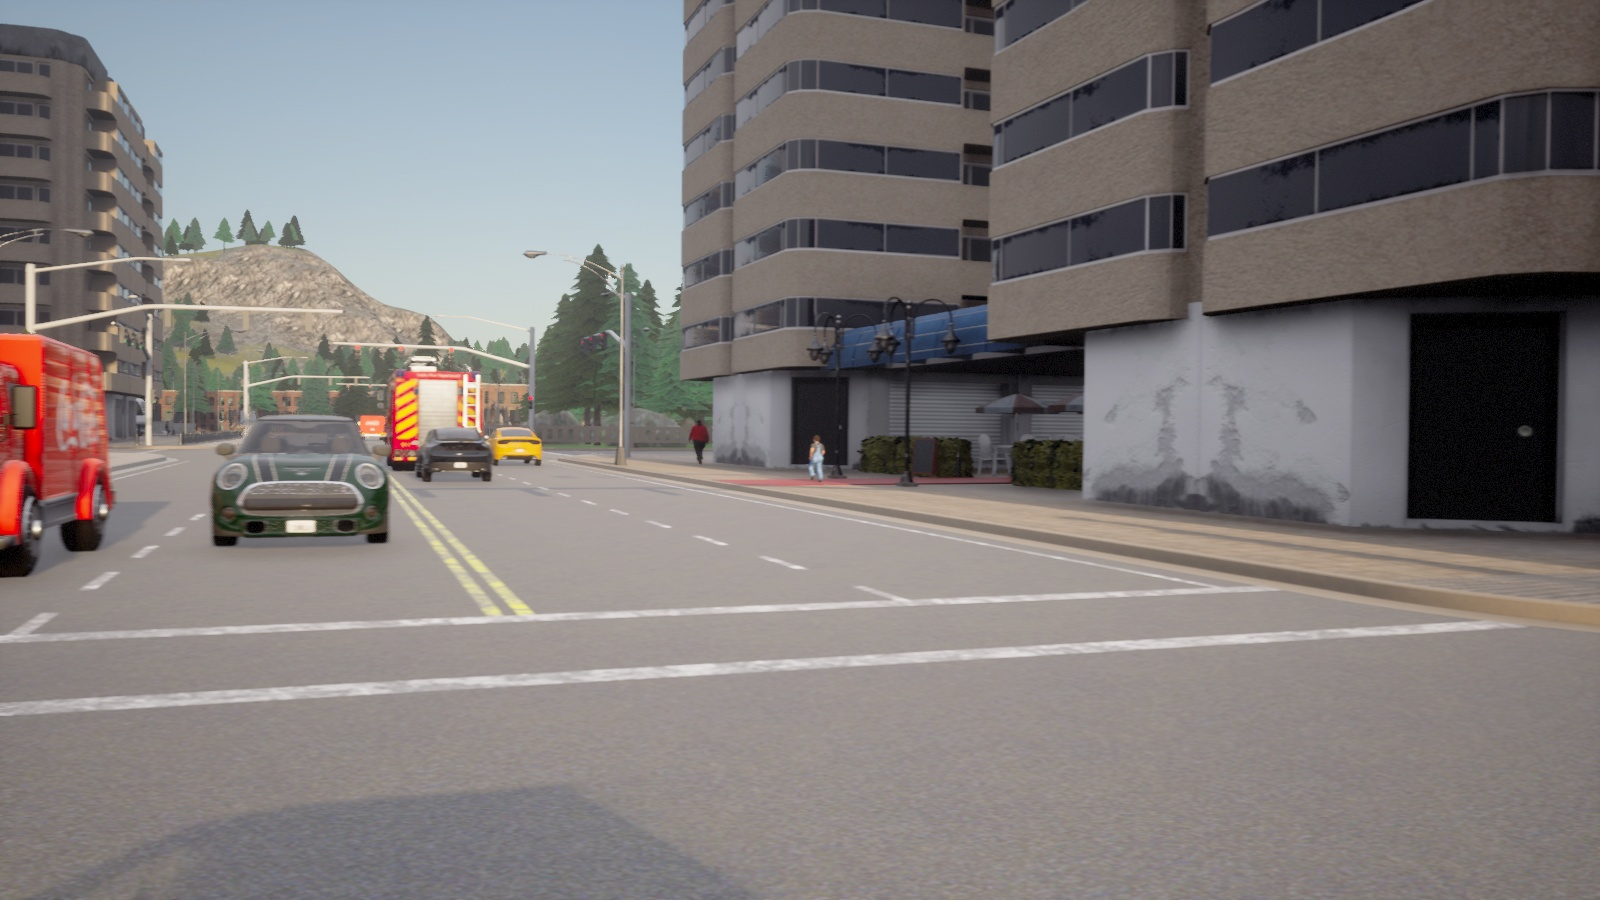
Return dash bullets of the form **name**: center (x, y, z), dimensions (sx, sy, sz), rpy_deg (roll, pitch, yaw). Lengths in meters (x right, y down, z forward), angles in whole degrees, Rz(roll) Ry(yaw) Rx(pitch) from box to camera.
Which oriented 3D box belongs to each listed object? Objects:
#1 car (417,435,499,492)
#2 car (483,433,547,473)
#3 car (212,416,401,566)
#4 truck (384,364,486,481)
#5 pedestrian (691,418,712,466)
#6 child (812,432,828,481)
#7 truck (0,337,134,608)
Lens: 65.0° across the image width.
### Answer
- **car**: center (-9.855, 0.325, 35.946), dimensions (1.837, 1.490, 4.892), rpy_deg (-1, 1, -20)
- **car**: center (-11.556, 0.076, 50.690), dimensions (1.882, 1.535, 5.008), rpy_deg (-1, 1, -20)
- **car**: center (-6.726, 0.447, 17.317), dimensions (2.097, 1.767, 4.553), rpy_deg (-1, 1, -20)
- **truck**: center (-13.325, -0.960, 45.315), dimensions (2.891, 3.827, 8.468), rpy_deg (-1, 1, -20)
- **pedestrian**: center (-3.848, -0.298, 48.919), dimensions (0.634, 1.844, 0.899), rpy_deg (-1, 1, -15)
- **child**: center (0.517, 0.157, 32.858), dimensions (0.270, 1.263, 0.437), rpy_deg (-1, 1, -22)
- **truck**: center (-9.061, 0.189, 13.516), dimensions (2.627, 2.467, 5.204), rpy_deg (-1, 1, -20)
